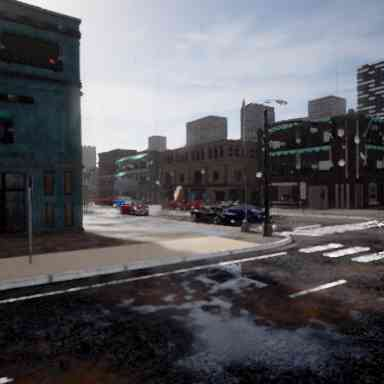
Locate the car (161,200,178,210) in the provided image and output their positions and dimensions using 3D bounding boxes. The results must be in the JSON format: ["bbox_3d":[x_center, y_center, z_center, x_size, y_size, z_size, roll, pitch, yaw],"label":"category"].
[{"bbox_3d":[-2.666,1.813,45.929,1.802,1.307,4.206,-2,0,-35],"label":"car"}]

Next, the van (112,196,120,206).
[{"bbox_3d":[-12.260,1.753,59.487,1.690,1.788,3.998,-2,0,-35],"label":"van"}]

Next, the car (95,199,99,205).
[{"bbox_3d":[-18.645,2.072,68.526,1.887,1.381,4.507,-2,0,-35],"label":"car"}]

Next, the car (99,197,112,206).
[{"bbox_3d":[-15.456,1.785,64.006,2.192,1.841,5.009,-2,0,-35],"label":"car"}]

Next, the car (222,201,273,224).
[{"bbox_3d":[4.273,1.659,26.100,1.994,1.385,4.181,-1,0,-35],"label":"car"}]

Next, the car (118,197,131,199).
[{"bbox_3d":[-7.112,1.811,42.216,2.128,1.511,4.902,-1,0,-35],"label":"car"}]

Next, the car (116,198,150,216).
[{"bbox_3d":[-6.315,1.746,36.569,1.967,1.590,4.097,-2,0,-35],"label":"car"}]

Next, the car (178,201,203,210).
[{"bbox_3d":[0.529,1.751,41.410,1.802,1.307,4.206,-2,0,-35],"label":"car"}]

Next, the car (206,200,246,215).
[{"bbox_3d":[3.724,1.658,36.890,2.008,1.369,4.403,-2,0,-35],"label":"car"}]

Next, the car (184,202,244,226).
[{"bbox_3d":[1.600,1.716,25.169,1.947,1.339,4.313,-2,0,-35],"label":"car"}]
